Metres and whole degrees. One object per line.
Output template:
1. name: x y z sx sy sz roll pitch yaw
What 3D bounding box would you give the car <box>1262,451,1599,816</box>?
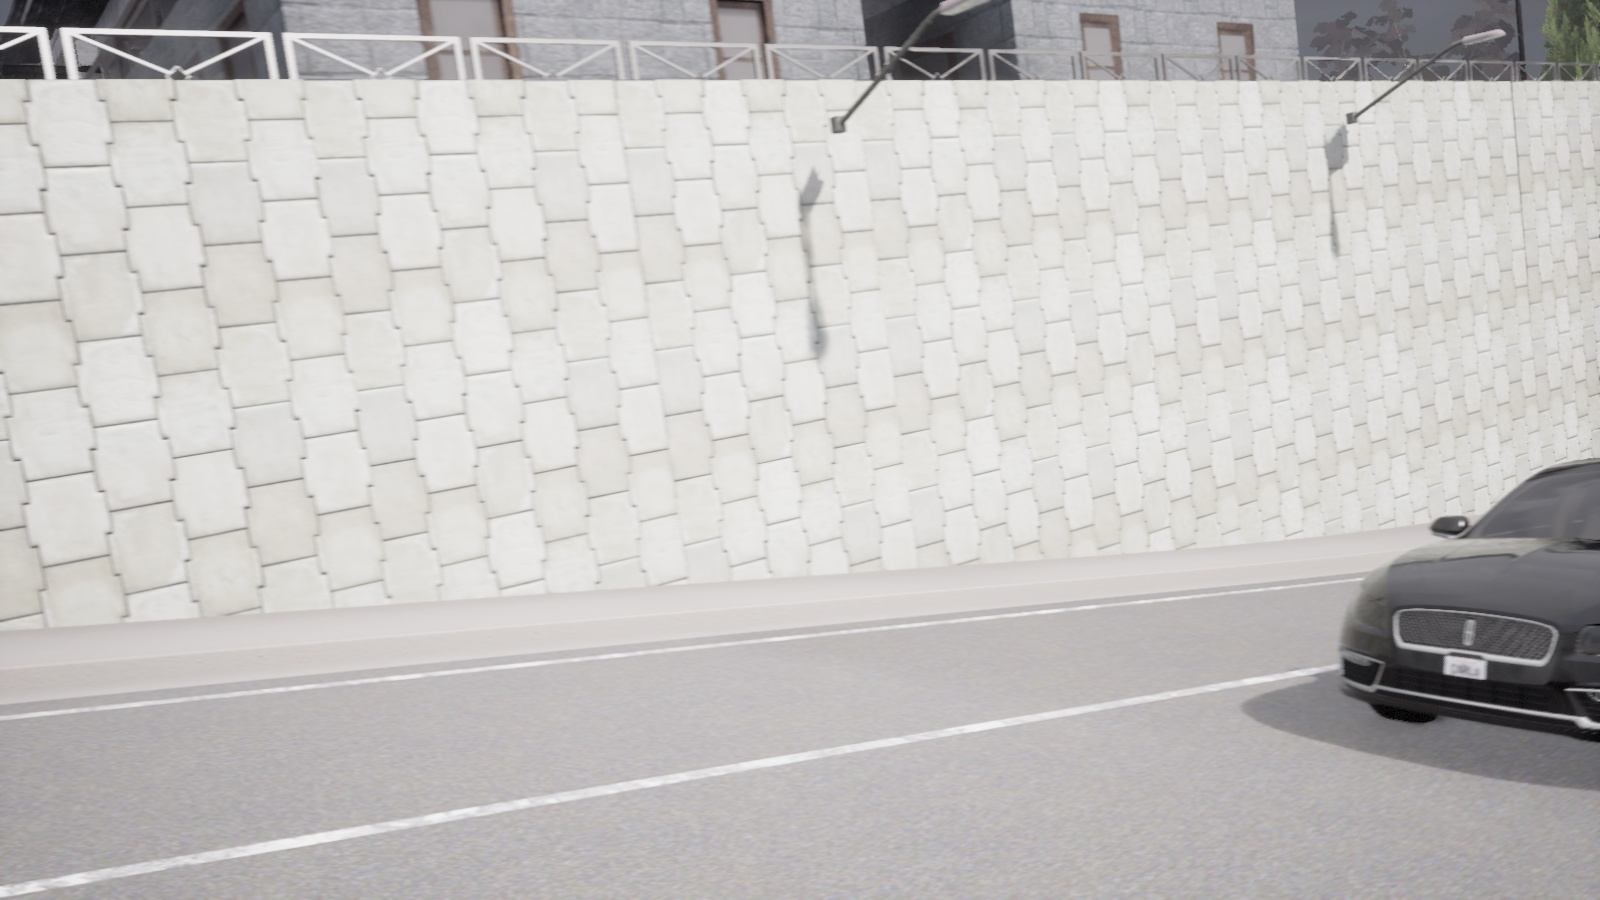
1. car: 4.898 0.755 7.069 4.892 1.490 1.837 0 0 -35
